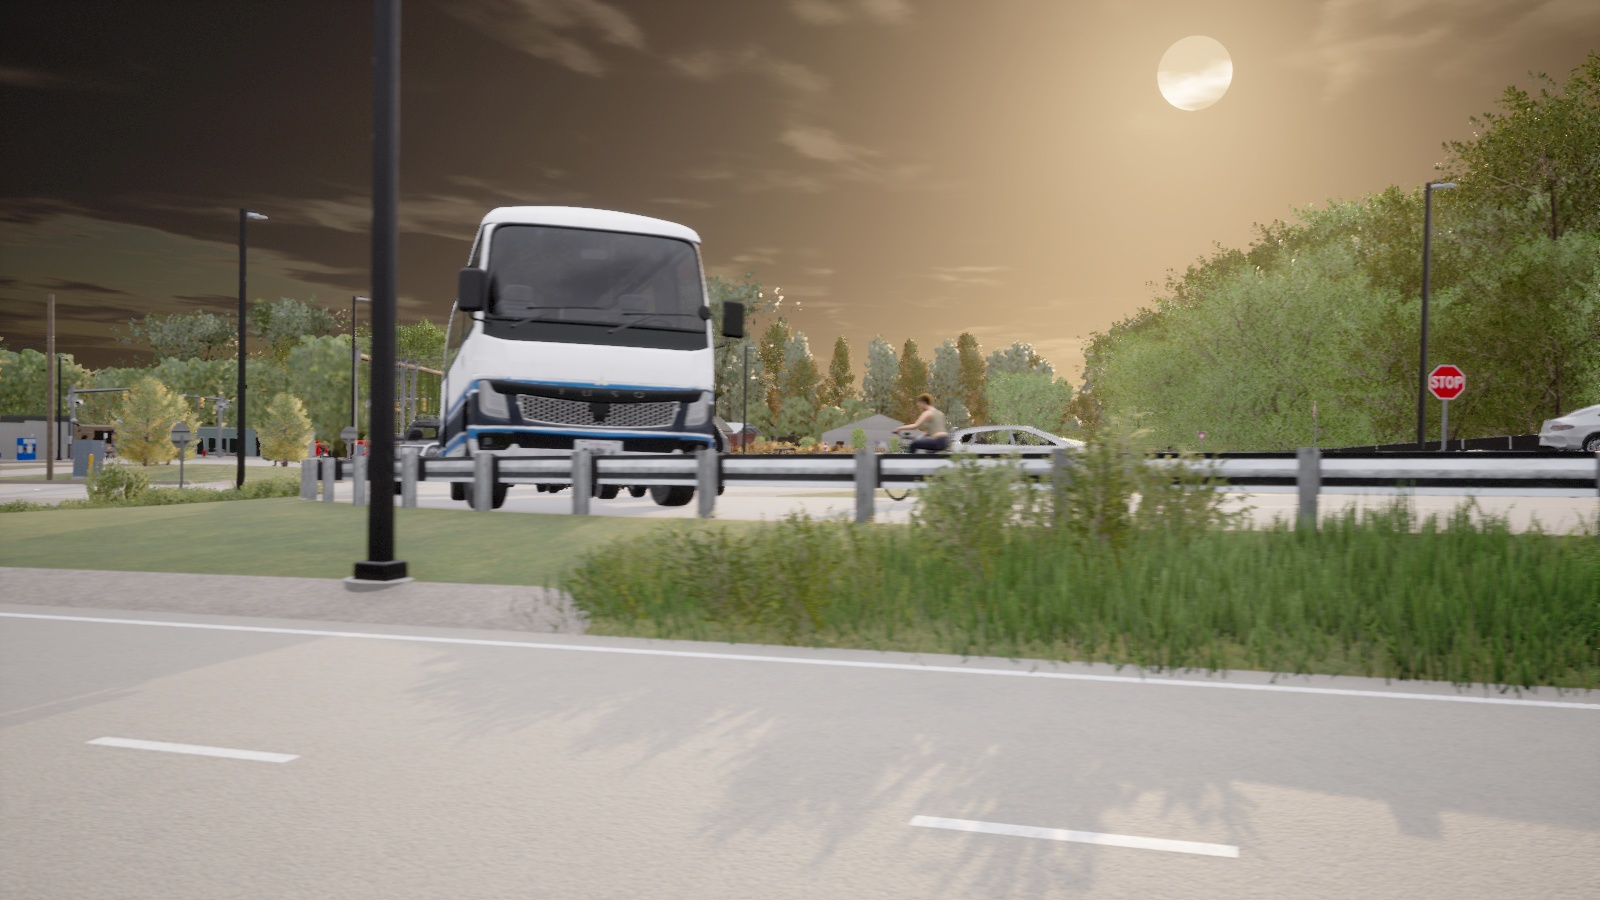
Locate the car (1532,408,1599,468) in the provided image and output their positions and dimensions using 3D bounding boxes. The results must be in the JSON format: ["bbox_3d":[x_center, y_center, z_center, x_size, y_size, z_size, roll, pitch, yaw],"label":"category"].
[{"bbox_3d":[21.037,-0.372,31.092,4.674,1.442,1.812,-2,0,17],"label":"car"}]

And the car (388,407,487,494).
[{"bbox_3d":[-8.645,0.070,29.709,1.932,1.855,4.605,1,-2,-20],"label":"car"}]

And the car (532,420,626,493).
[{"bbox_3d":[-6.184,0.226,34.727,1.932,1.855,4.605,1,-2,-18],"label":"car"}]

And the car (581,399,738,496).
[{"bbox_3d":[-3.039,0.033,26.285,1.932,1.855,4.605,1,-2,-24],"label":"car"}]

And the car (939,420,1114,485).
[{"bbox_3d":[6.535,0.067,36.088,4.611,1.667,2.242,-2,0,19],"label":"car"}]

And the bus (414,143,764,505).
[{"bbox_3d":[-4.024,-1.313,20.514,3.944,4.253,10.273,2,-3,-18],"label":"bus"}]

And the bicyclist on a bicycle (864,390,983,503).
[{"bbox_3d":[1.839,-0.026,18.842,1.509,1.612,0.866,-3,-2,41],"label":"bicyclist on a bicycle"}]
